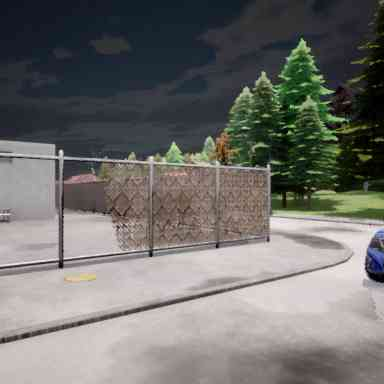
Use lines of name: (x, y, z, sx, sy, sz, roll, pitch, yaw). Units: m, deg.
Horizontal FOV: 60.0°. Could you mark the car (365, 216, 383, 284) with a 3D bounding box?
car: (6.628, 1.221, 8.768, 5.566, 2.045, 2.150, 0, 1, -43)
